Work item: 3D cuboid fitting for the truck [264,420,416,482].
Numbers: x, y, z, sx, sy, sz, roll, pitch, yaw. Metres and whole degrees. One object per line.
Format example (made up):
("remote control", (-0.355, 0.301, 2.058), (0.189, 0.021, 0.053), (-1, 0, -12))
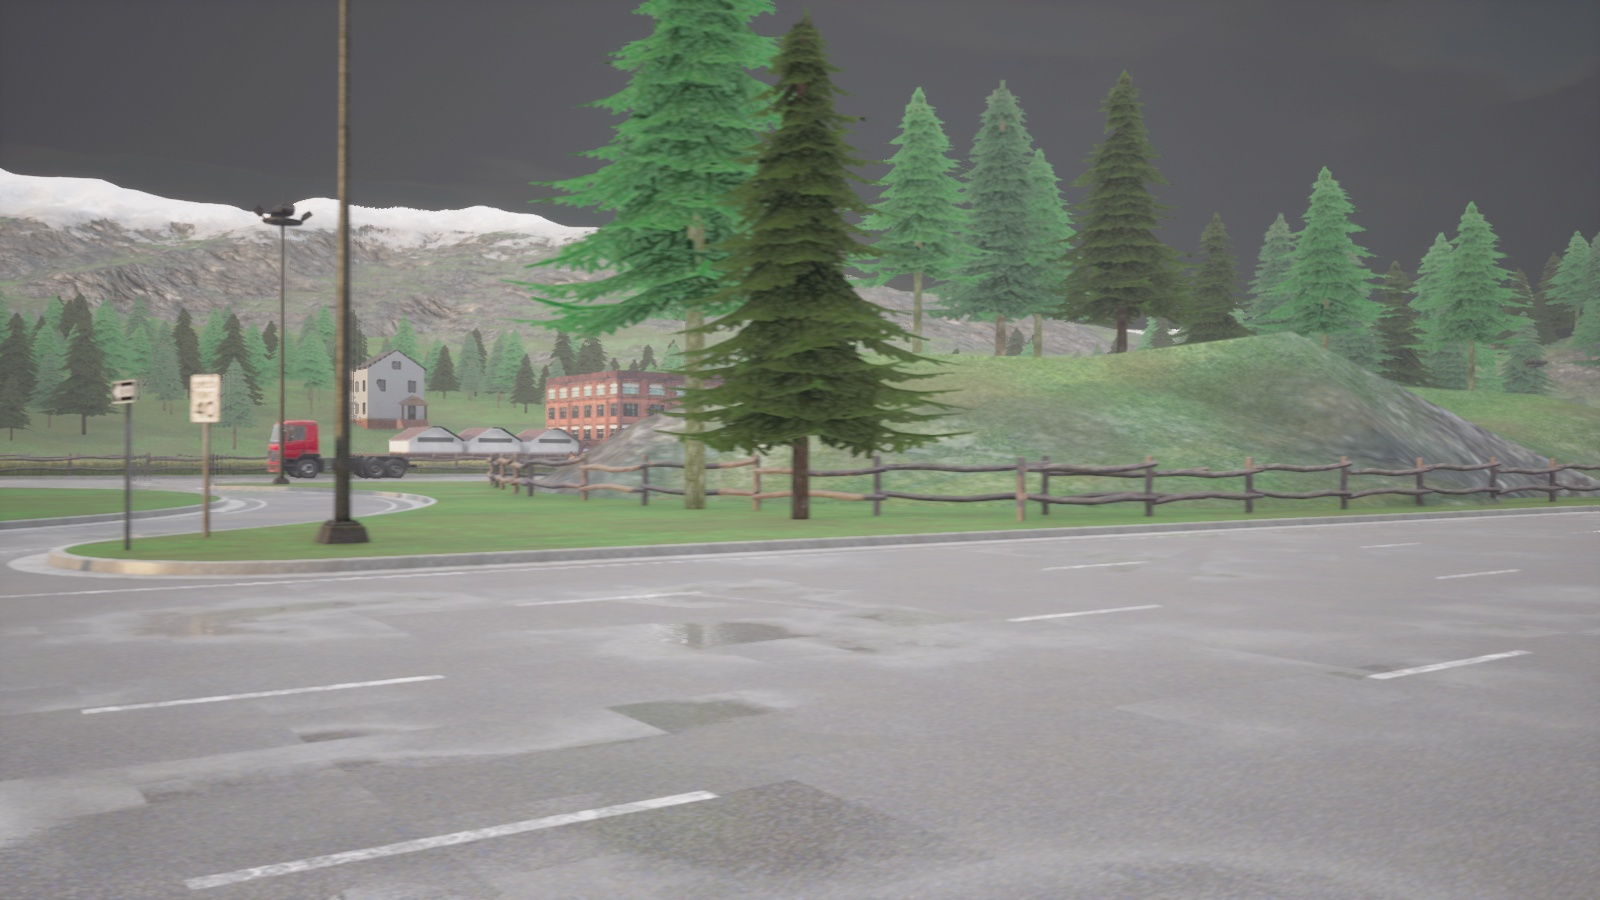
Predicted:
("truck", (-26.995, 0.056, 73.935), (7.936, 3.462, 2.891), (0, 0, -35))
